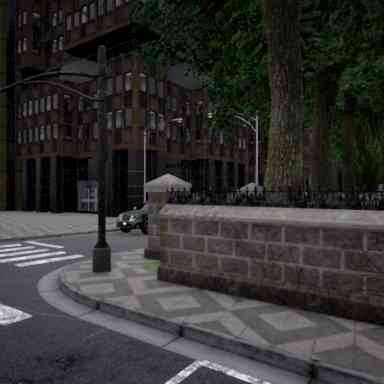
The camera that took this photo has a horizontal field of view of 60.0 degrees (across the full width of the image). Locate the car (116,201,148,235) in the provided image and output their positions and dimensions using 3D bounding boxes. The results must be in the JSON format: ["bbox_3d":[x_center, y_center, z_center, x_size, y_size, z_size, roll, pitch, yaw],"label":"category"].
[{"bbox_3d":[-2.395,1.582,22.018,2.150,2.045,5.566,0,-1,35],"label":"car"}]
